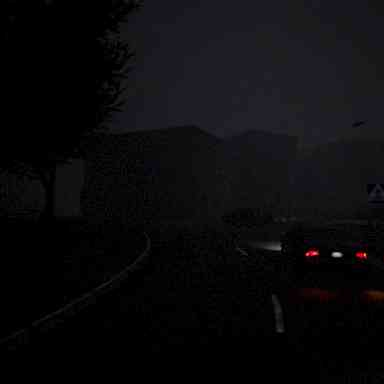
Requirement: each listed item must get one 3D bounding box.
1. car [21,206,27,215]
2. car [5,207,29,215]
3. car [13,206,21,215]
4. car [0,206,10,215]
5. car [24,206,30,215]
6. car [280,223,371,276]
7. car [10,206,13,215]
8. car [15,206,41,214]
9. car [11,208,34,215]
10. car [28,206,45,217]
[{"bbox_3d":[-40.054,4.053,73.707,5.566,2.045,2.435,2,-4,-24],"label":"car"},{"bbox_3d":[-40.250,4.331,76.660,4.553,1.767,2.185,2,-3,-24],"label":"car"},{"bbox_3d":[-40.037,4.130,70.627,5.366,1.575,1.946,2,-3,-24],"label":"car"},{"bbox_3d":[-39.386,3.540,64.830,5.566,2.045,2.435,2,-4,-25],"label":"car"},{"bbox_3d":[-29.626,3.943,63.417,1.837,1.490,4.892,2,-4,-4],"label":"car"},{"bbox_3d":[4.145,1.744,11.113,2.033,1.411,5.357,1,-1,9],"label":"car"},{"bbox_3d":[-39.675,3.841,67.749,4.553,1.767,2.185,2,-4,-25],"label":"car"},{"bbox_3d":[-40.661,4.479,82.569,5.566,2.045,2.435,2,-2,-23],"label":"car"},{"bbox_3d":[-40.491,4.626,79.590,4.792,1.488,2.163,2,-3,-24],"label":"car"},{"bbox_3d":[-26.197,3.662,57.604,1.837,1.490,4.892,1,-4,-7],"label":"car"}]
